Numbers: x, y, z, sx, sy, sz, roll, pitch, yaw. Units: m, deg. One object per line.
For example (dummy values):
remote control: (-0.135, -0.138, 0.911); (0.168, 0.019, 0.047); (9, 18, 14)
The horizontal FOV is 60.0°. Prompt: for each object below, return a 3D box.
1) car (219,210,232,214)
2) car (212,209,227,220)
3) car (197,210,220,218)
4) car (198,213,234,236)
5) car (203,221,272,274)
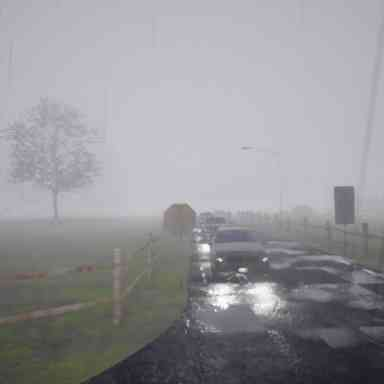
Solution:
car: (4.485, 3.294, 44.127); (2.033, 1.411, 5.357); (-1, -2, 0)
car: (4.420, 3.632, 54.007); (1.882, 1.535, 5.008); (-1, -2, 0)
car: (1.613, 2.963, 35.885); (1.837, 1.490, 4.892); (-1, -2, 0)
car: (1.625, 2.447, 23.115); (1.837, 1.490, 4.892); (-1, -2, 0)
car: (1.608, 2.073, 12.710); (2.033, 1.411, 5.357); (-1, -2, 1)
